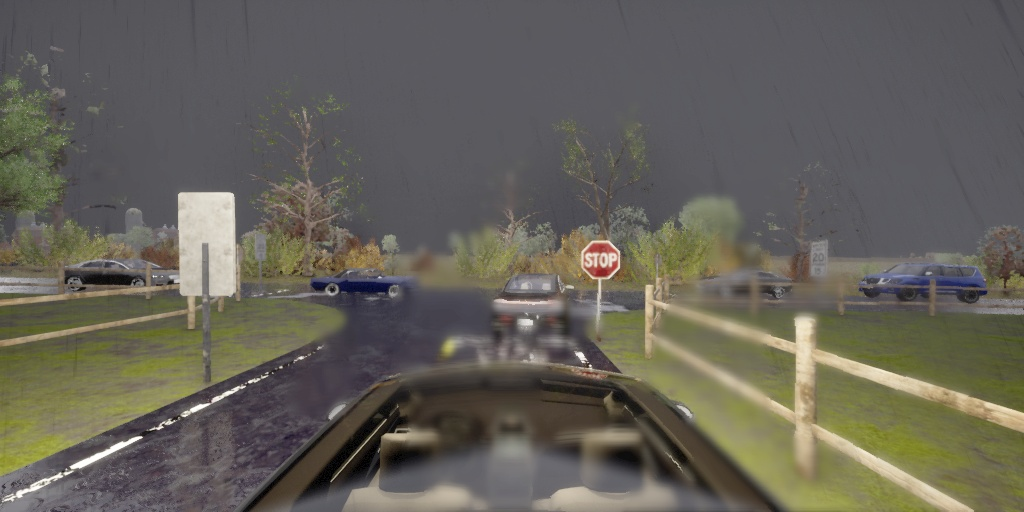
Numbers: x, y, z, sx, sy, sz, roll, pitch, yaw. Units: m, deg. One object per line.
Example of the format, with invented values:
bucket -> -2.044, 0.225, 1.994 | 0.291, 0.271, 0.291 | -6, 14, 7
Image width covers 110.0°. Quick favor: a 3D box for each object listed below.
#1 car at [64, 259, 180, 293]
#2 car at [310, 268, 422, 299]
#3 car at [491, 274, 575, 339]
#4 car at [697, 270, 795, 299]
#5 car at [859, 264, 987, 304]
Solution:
car -> -18.486, 0.885, 17.194 | 4.902, 1.511, 2.128 | 1, 1, 0
car -> -6.818, 1.248, 17.174 | 4.718, 1.301, 1.895 | 1, 1, 0
car -> 0.708, 1.240, 10.141 | 2.128, 1.511, 4.902 | 0, 0, 9
car -> 13.008, 1.525, 20.096 | 4.902, 1.511, 2.128 | 1, 1, 0
car -> 22.904, 1.466, 20.082 | 5.566, 2.045, 2.150 | 1, 1, 0
